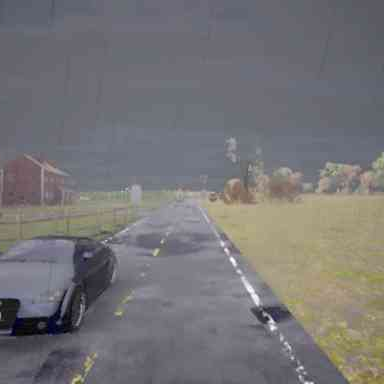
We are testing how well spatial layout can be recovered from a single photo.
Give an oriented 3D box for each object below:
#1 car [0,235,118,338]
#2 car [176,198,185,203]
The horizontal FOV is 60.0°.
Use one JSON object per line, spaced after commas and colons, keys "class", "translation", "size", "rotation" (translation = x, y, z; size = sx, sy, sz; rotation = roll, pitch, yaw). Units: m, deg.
{"class": "car", "translation": [-2.845, 1.597, 6.717], "size": [1.994, 1.385, 4.181], "rotation": [1, -1, 0]}
{"class": "car", "translation": [-2.758, 2.029, 80.438], "size": [1.994, 1.385, 4.181], "rotation": [0, 0, 0]}
